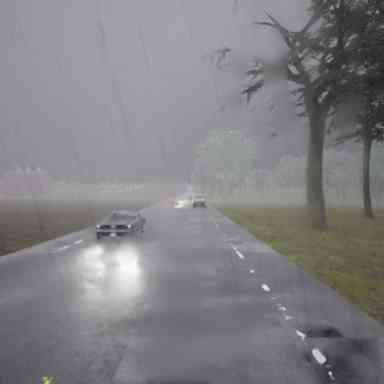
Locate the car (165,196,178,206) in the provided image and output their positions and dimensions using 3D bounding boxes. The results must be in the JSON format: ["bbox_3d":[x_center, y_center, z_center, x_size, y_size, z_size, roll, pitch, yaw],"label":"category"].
[{"bbox_3d":[-3.533,1.496,59.007,2.097,1.767,4.553,0,0,1],"label":"car"}]

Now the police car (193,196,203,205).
[{"bbox_3d":[1.066,1.574,63.746,1.930,1.638,5.238,0,0,0],"label":"police car"}]

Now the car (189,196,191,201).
[{"bbox_3d":[1.064,1.366,57.664,2.150,2.045,5.566,0,0,0],"label":"car"}]

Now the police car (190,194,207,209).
[{"bbox_3d":[1.062,1.554,47.743,1.930,1.638,5.238,0,0,0],"label":"police car"}]

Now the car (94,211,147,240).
[{"bbox_3d":[-3.594,1.665,17.424,1.895,1.301,4.718,0,0,0],"label":"car"}]
